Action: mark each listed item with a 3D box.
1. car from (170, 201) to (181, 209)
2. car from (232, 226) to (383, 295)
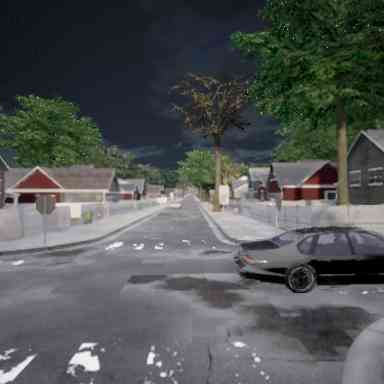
[{"bbox_3d":[-2.809,2.286,57.624,1.895,1.301,4.718,0,-1,0],"label":"car"},{"bbox_3d":[3.744,1.575,8.314,5.357,1.411,2.033,-1,0,-1],"label":"car"}]
